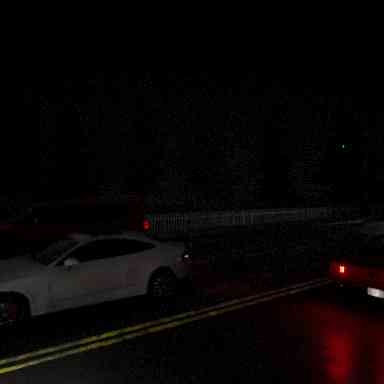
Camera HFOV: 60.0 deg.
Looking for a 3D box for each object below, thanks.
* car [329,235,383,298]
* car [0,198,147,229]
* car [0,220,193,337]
[{"bbox_3d":[5.254,1.600,7.519,4.718,1.301,1.895,0,0,-35],"label":"car"},{"bbox_3d":[-3.923,1.221,9.792,5.566,2.045,2.150,0,0,-36],"label":"car"},{"bbox_3d":[-2.141,1.525,6.766,4.674,1.442,1.812,0,0,-36],"label":"car"}]
